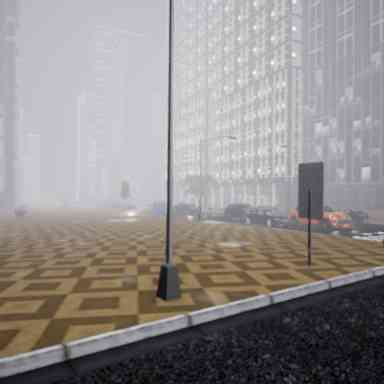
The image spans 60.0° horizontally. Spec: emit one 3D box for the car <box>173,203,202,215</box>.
[{"bbox_3d":[-0.448,2.269,44.468,1.882,1.535,5.008,1,-2,-26],"label":"car"}]

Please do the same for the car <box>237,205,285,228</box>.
[{"bbox_3d":[5.735,1.943,25.680,2.008,1.369,4.403,0,-1,-26],"label":"car"}]

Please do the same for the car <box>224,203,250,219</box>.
[{"bbox_3d":[5.048,1.904,33.082,2.097,1.767,4.553,1,-1,-26],"label":"car"}]

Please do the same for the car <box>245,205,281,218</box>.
[{"bbox_3d":[8.381,2.264,39.454,1.947,1.339,4.313,0,-1,-26],"label":"car"}]

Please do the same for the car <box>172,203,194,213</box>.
[{"bbox_3d":[-1.562,2.505,53.937,1.837,1.490,4.892,1,-1,-25],"label":"car"}]

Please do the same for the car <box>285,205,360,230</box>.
[{"bbox_3d":[9.306,1.720,24.219,2.097,1.767,4.553,1,-1,-25],"label":"car"}]

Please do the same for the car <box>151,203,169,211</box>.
[{"bbox_3d":[-6.056,2.801,63.151,1.895,1.301,4.718,1,-1,-26],"label":"car"}]

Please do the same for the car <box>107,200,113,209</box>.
[{"bbox_3d":[-16.305,2.913,71.248,1.887,1.381,4.507,0,-1,-26],"label":"car"}]

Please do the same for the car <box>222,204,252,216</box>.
[{"bbox_3d":[5.933,2.371,44.517,1.947,1.339,4.313,0,-1,-26],"label":"car"}]

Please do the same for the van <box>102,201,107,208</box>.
[{"bbox_3d":[-18.756,2.822,76.314,1.690,1.788,3.998,0,-1,-26],"label":"van"}]

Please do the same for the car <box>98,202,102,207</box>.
[{"bbox_3d":[-23.650,3.252,86.436,1.887,1.381,4.507,0,-1,-26],"label":"car"}]

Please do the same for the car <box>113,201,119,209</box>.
[{"bbox_3d":[-13.782,2.778,66.033,1.752,1.417,4.829,0,-1,-26],"label":"car"}]

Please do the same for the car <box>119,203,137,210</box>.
[{"bbox_3d":[-11.407,2.695,61.122,2.008,1.369,4.403,0,-1,-26],"label":"car"}]

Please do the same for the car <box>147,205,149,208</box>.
[{"bbox_3d":[-8.760,3.046,74.895,1.802,1.307,4.206,0,-1,-26],"label":"car"}]

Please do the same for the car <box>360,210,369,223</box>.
[{"bbox_3d":[13.279,2.039,29.328,2.008,1.369,4.403,0,-1,-26],"label":"car"}]

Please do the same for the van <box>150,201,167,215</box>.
[{"bbox_3d":[-4.063,2.158,45.937,1.690,1.788,3.998,0,-1,-26],"label":"van"}]
